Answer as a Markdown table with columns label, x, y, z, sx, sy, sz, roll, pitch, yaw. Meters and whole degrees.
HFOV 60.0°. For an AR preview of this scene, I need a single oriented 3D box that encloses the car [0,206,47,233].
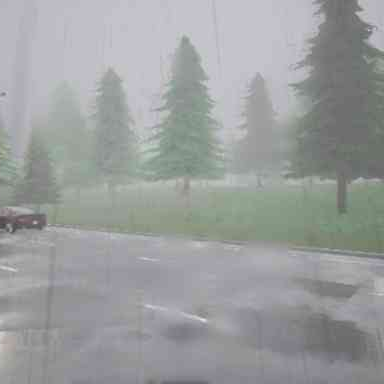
| label | x | y | z | sx | sy | sz | roll | pitch | yaw |
| --- | --- | --- | --- | --- | --- | --- | --- | --- | --- |
| car | -11.088 | 1.632 | 20.733 | 5.008 | 1.535 | 1.882 | 0 | 0 | 36 |
